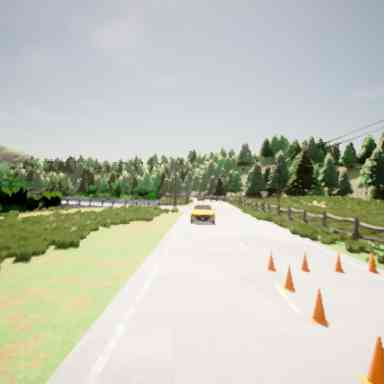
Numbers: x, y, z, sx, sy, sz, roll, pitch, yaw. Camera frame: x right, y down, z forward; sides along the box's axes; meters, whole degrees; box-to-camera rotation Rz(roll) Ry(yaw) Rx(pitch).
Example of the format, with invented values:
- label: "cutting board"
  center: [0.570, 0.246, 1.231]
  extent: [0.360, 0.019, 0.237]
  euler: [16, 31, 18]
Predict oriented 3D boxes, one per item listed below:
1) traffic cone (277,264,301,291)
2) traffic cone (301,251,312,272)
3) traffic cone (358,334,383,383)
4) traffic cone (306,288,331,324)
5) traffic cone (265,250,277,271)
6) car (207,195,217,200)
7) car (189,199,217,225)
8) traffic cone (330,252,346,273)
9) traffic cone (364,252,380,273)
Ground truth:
- label: "traffic cone"
  center: [2.335, 2.031, 8.001]
  extent: [0.340, 0.580, 0.340]
  euler: [1, 0, 1]
- label: "traffic cone"
  center: [3.380, 2.059, 9.978]
  extent: [0.340, 0.580, 0.340]
  euler: [1, 0, 1]
- label: "traffic cone"
  center: [2.244, 2.015, 4.002]
  extent: [0.340, 0.580, 0.340]
  euler: [1, 0, 1]
- label: "traffic cone"
  center: [2.289, 2.023, 6.002]
  extent: [0.340, 0.580, 0.340]
  euler: [1, 0, 1]
- label: "traffic cone"
  center: [2.380, 2.039, 10.001]
  extent: [0.340, 0.580, 0.340]
  euler: [1, 0, 1]
- label: "car"
  center: [5.910, 1.826, 91.333]
  extent: [1.837, 1.490, 4.892]
  euler: [1, 0, -1]
- label: "car"
  center: [0.829, 1.585, 25.691]
  extent: [1.882, 1.535, 5.008]
  euler: [1, 0, 2]
- label: "traffic cone"
  center: [4.379, 2.079, 9.955]
  extent: [0.340, 0.580, 0.340]
  euler: [1, 0, 1]
- label: "traffic cone"
  center: [5.379, 2.099, 9.932]
  extent: [0.340, 0.580, 0.340]
  euler: [1, 0, 1]
